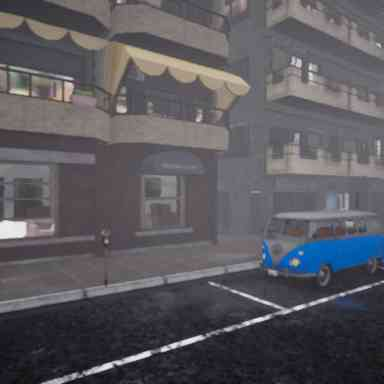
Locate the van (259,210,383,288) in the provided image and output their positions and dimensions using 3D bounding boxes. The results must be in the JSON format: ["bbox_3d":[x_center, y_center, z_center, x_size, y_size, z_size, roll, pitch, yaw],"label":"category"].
[{"bbox_3d":[3.646,1.417,9.161,3.998,1.788,1.690,1,-1,-35],"label":"van"}]
